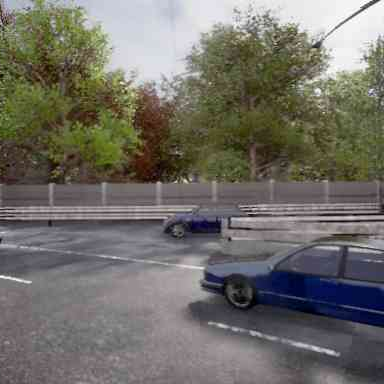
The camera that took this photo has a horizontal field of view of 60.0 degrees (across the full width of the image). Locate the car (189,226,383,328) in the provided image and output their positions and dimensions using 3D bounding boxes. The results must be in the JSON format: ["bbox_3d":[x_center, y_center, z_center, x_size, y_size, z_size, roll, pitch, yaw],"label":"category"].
[{"bbox_3d":[2.765,1.539,6.096,5.357,1.411,2.033,-1,0,35],"label":"car"}]

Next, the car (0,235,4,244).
[{"bbox_3d":[-10.218,1.700,13.765,5.357,1.411,2.033,-1,0,27],"label":"car"}]

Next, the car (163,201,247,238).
[{"bbox_3d":[0.761,1.381,17.539,4.553,1.767,2.097,-1,0,3],"label":"car"}]
